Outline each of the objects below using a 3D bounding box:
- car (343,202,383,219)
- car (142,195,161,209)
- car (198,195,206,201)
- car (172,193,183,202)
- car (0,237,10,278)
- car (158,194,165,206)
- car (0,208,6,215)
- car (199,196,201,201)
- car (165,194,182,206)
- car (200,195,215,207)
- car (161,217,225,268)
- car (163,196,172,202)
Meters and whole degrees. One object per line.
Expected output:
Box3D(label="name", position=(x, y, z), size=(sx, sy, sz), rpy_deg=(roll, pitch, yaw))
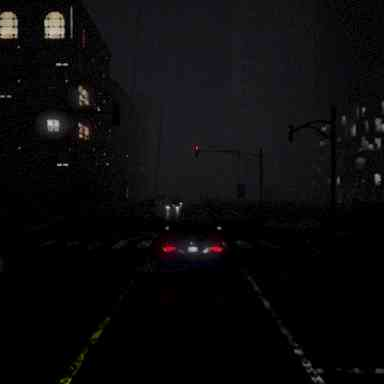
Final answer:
Box3D(label="car", position=(14.669, 1.459, 27.212), size=(4.313, 1.339, 1.947), rpy_deg=(0, 1, 0))
Box3D(label="car", position=(-5.710, 1.528, 45.249), size=(1.887, 1.381, 4.507), rpy_deg=(-1, 0, 0))
Box3D(label="car", position=(2.629, 1.528, 84.851), size=(1.887, 1.381, 4.507), rpy_deg=(-1, 0, 0))
Box3D(label="car", position=(-3.014, 1.453, 69.601), size=(1.812, 1.442, 4.674), rpy_deg=(0, 0, 0))
Box3D(label="car", position=(-5.703, 1.547, 7.183), size=(2.008, 1.369, 4.403), rpy_deg=(-1, 0, 0))
Box3D(label="car", position=(-5.713, 1.423, 50.898), size=(1.967, 1.590, 4.097), rpy_deg=(-1, 0, 0))
Box3D(label="car", position=(-17.890, 1.489, 27.151), size=(4.829, 1.417, 1.752), rpy_deg=(0, 1, 0))
Box3D(label="car", position=(2.631, 1.534, 73.553), size=(2.008, 1.369, 4.403), rpy_deg=(-1, 0, 0))
Box3D(label="car", position=(-3.084, 1.487, 54.028), size=(1.837, 1.490, 4.892), rpy_deg=(0, 0, 0))
Box3D(label="car", position=(2.635, 1.528, 50.957), size=(1.887, 1.381, 4.507), rpy_deg=(-1, 0, 0))
Box3D(label="car", position=(0.039, 1.543, 11.154), size=(2.033, 1.411, 5.357), rpy_deg=(0, 0, 0))
Box3D(label="car", position=(-5.717, 1.565, 79.143), size=(1.802, 1.307, 4.206), rpy_deg=(-1, 0, 0))
